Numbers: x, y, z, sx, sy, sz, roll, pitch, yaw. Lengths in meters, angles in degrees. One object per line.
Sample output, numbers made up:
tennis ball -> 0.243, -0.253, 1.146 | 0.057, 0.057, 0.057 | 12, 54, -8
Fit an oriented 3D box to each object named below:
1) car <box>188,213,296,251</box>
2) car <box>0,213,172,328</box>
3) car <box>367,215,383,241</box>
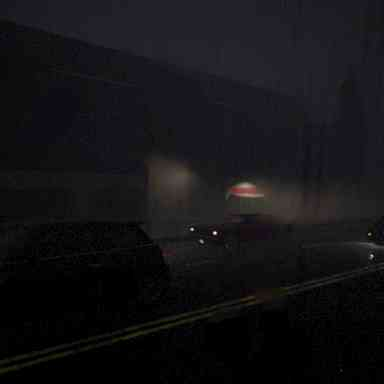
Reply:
car -> 2.180, 1.594, 14.114 | 4.718, 1.301, 1.895 | 0, 0, -35
car -> -2.721, 1.349, 6.334 | 4.553, 1.767, 2.097 | 0, 0, -35
car -> 9.887, 1.556, 15.275 | 4.181, 1.385, 1.994 | 0, 0, -35
